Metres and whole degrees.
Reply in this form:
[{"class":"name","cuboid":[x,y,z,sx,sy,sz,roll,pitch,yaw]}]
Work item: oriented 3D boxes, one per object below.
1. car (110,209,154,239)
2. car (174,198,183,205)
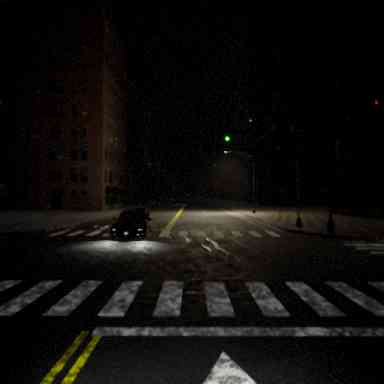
[{"class":"car","cuboid":[-3.244,1.756,18.703,1.837,1.490,4.892,1,1,0]},{"class":"car","cuboid":[-3.248,2.157,78.985,2.097,1.767,4.553,0,-1,0]}]
